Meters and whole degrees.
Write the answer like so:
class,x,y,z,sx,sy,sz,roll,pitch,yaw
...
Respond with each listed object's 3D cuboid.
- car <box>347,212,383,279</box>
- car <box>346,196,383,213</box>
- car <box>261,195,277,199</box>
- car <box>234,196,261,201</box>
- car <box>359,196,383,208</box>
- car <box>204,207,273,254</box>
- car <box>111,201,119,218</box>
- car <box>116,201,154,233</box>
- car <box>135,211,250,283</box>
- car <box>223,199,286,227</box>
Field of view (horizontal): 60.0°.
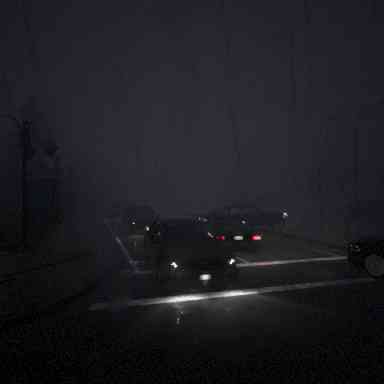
class,x,y,z,sx,sy,sz,roll,pitch,yaw
car,6.567,1.475,8.229,5.008,1.535,1.882,0,0,39
car,15.568,1.356,29.241,1.970,1.475,3.806,0,0,-17
car,10.294,1.277,47.147,2.152,1.636,5.027,0,0,-17
car,7.307,1.287,46.187,2.007,1.523,4.514,0,0,-17
car,23.857,1.273,43.239,1.845,1.501,3.633,0,0,-17
car,1.352,1.538,13.333,2.033,1.411,5.357,0,0,-4
car,-6.290,1.515,30.106,2.033,1.411,5.357,0,0,-17
car,-3.116,1.529,19.958,2.033,1.411,5.357,0,0,-17
car,-0.369,1.543,10.128,2.033,1.411,5.357,0,0,-15
car,2.843,1.466,19.884,5.357,1.411,2.033,-3,1,-16
